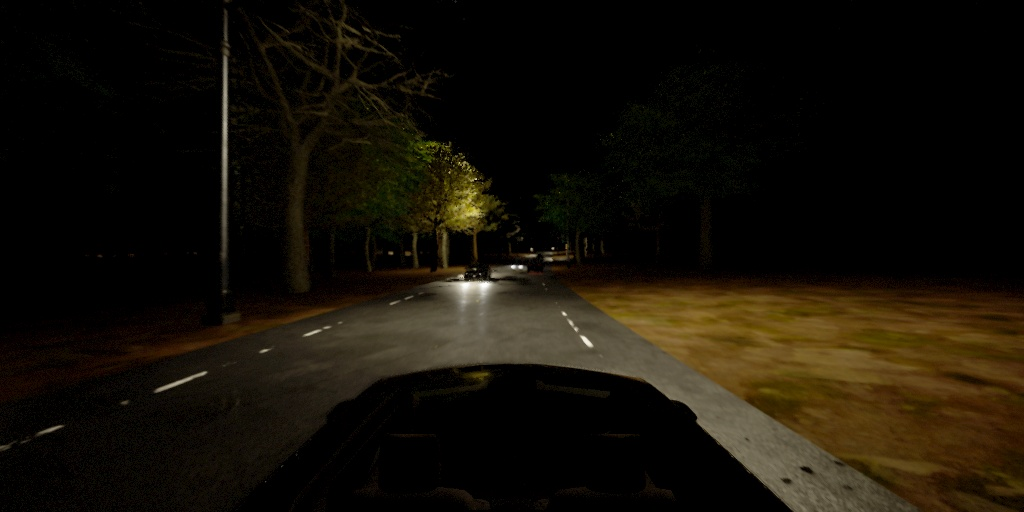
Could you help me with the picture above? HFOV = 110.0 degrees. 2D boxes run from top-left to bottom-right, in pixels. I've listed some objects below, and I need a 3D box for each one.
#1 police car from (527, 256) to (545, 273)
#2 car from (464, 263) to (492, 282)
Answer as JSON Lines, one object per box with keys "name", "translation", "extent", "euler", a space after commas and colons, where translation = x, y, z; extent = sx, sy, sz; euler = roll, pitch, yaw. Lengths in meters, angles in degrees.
{"name": "police car", "translation": [2.899, 1.200, 45.285], "extent": [1.930, 1.638, 5.238], "euler": [0, 0, 5]}
{"name": "car", "translation": [-2.798, 1.326, 30.187], "extent": [1.837, 1.490, 4.892], "euler": [0, 0, 3]}
